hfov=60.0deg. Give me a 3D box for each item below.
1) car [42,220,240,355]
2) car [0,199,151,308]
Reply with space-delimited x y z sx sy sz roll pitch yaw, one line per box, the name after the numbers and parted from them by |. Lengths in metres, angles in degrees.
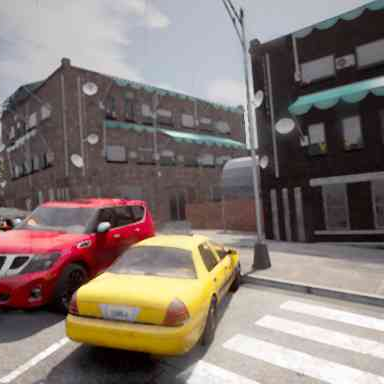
-0.189 1.471 6.493 1.946 1.575 5.366 0 -1 16 | car
-2.702 1.209 8.048 2.435 2.045 5.566 1 0 15 | car
